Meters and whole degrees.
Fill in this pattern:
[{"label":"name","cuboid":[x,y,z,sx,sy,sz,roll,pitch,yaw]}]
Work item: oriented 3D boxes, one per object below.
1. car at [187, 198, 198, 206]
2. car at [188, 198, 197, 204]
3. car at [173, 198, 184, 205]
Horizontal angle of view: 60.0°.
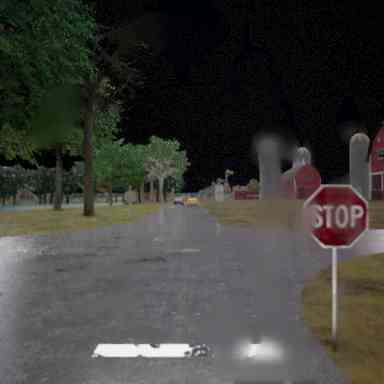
[{"label":"car","cuboid":[0.131,1.778,60.795,1.882,1.535,5.008,0,-1,0]},{"label":"car","cuboid":[0.154,1.879,71.245,1.895,1.301,4.718,0,-1,0]},{"label":"car","cuboid":[-2.609,1.842,65.389,1.882,1.535,5.008,0,-1,0]}]
